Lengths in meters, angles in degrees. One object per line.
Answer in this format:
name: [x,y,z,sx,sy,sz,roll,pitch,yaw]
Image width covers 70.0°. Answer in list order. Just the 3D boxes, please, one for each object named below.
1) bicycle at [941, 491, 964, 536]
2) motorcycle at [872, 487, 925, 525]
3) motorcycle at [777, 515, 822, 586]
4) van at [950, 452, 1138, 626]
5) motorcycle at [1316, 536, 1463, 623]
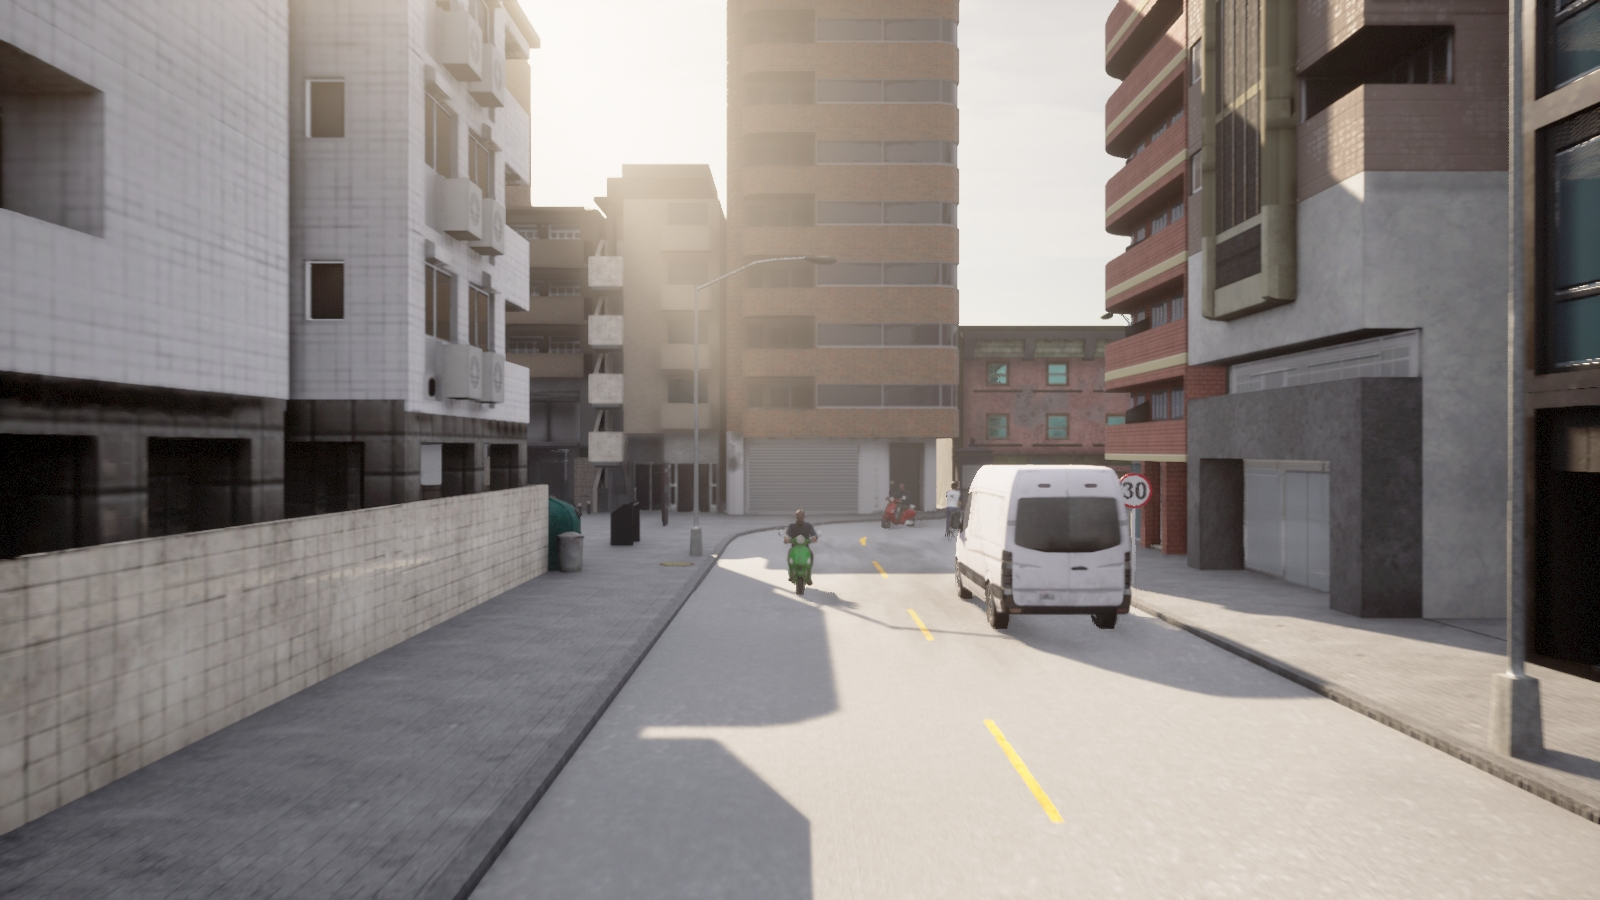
bicycle: [4.700,1.937,35.177,0.373,1.296,1.643,3,0,18]
motorcycle: [3.494,1.965,40.594,1.805,1.236,0.856,0,3,-44]
motorcycle: [-0.012,1.962,22.532,0.856,1.236,1.805,0,0,0]
van: [3.975,1.315,19.782,1.988,2.561,5.915,0,0,0]
motorcycle: [8.991,1.962,17.499,1.805,1.236,0.856,0,-2,8]
